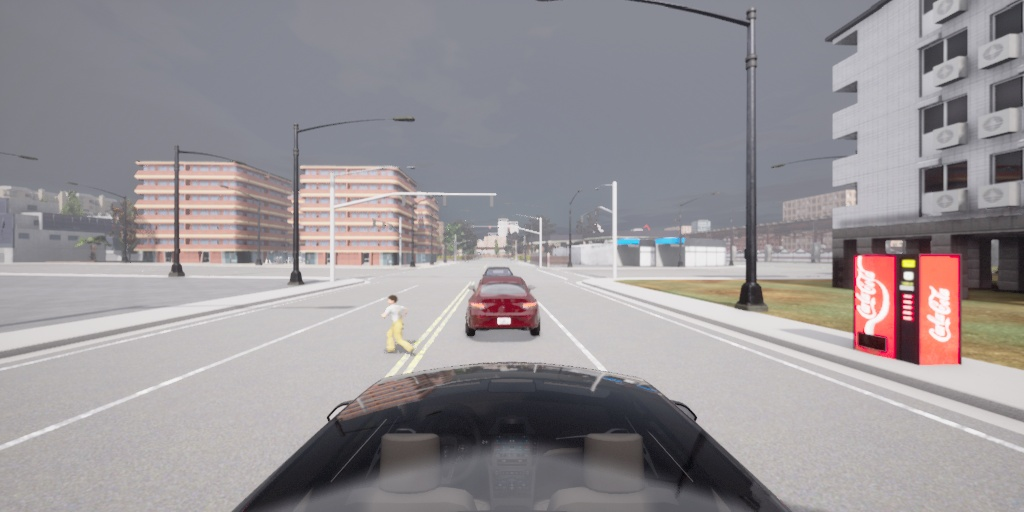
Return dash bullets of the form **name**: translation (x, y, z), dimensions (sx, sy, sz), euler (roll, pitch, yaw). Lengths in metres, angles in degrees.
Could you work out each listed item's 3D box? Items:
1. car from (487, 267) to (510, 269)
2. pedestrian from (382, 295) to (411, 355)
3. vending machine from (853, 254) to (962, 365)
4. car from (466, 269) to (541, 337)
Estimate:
- **car**: translation (-0.756, 1.290, 19.804), dimensions (2.033, 1.411, 5.357), euler (0, 0, -3)
- **pedestrian**: translation (-2.299, 1.322, 7.168), dimensions (0.375, 1.300, 0.375), euler (0, 0, -3)
- **vending machine**: translation (7.213, 0.944, 6.611), dimensions (1.100, 2.100, 0.880), euler (0, 0, -3)
- **car**: translation (-0.284, 1.272, 10.231), dimensions (1.812, 1.442, 4.674), euler (0, 0, -3)
